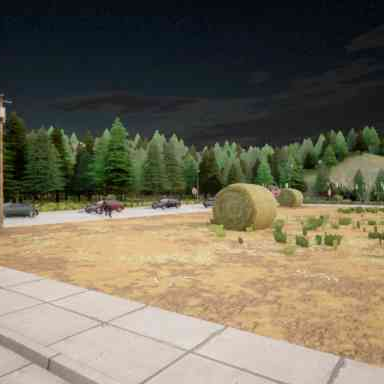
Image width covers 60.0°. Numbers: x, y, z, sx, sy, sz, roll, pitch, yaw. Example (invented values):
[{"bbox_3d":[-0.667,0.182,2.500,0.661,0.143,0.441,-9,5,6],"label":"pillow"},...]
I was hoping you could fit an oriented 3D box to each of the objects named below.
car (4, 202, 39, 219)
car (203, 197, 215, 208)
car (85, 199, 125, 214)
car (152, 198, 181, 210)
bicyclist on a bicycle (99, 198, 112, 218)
[{"bbox_3d":[-15.367,1.591,28.341,1.994,1.385,4.181,0,0,36],"label":"car"},{"bbox_3d":[3.501,1.518,47.782,2.128,1.511,4.902,0,0,37],"label":"car"},{"bbox_3d":[-9.454,1.552,36.333,1.812,1.442,4.674,0,0,36],"label":"car"},{"bbox_3d":[-3.373,1.552,44.560,1.812,1.442,4.674,0,0,37],"label":"car"},{"bbox_3d":[-7.034,1.327,27.028,1.656,1.620,0.582,0,0,36],"label":"bicyclist on a bicycle"}]
